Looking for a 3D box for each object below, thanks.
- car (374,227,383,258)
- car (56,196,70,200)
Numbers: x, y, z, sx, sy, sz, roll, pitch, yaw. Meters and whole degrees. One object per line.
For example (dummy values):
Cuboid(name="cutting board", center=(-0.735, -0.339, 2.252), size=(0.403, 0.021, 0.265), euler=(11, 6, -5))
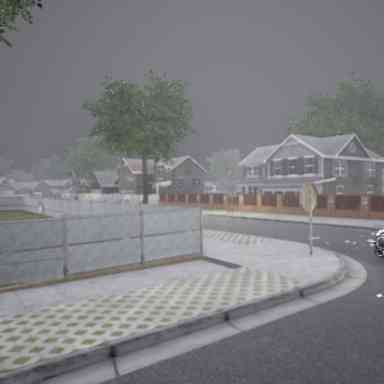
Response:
Cuboid(name="car", center=(7.690, 1.124, 9.670), size=(4.553, 1.767, 2.097), euler=(-1, -1, -15))
Cuboid(name="car", center=(-18.256, 1.380, 47.159), size=(2.128, 1.511, 4.902), euler=(-1, 1, -36))
